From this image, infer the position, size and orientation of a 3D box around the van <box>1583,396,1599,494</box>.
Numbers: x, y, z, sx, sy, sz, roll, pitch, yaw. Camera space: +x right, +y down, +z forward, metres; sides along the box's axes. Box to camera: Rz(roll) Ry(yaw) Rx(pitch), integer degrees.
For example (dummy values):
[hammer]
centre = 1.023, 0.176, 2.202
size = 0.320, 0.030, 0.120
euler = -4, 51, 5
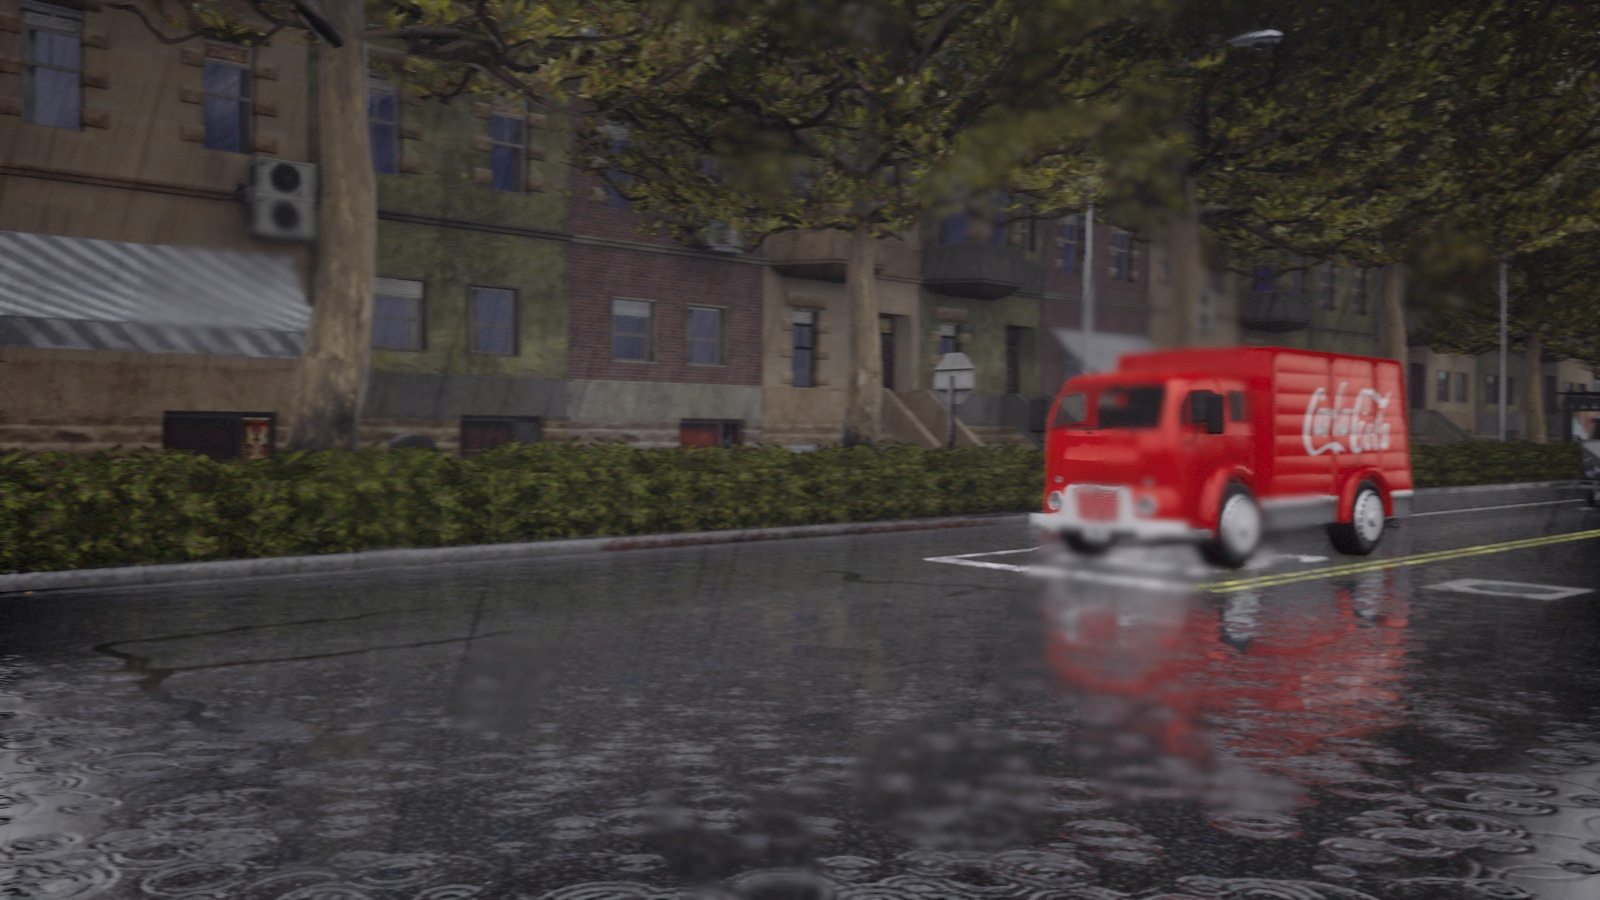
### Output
[van]
centre = 18.257, -0.138, 26.449
size = 4.442, 1.987, 1.775
euler = -1, 1, -41

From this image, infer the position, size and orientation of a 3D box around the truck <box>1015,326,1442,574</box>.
[truck]
centre = 5.319, -0.062, 15.222
size = 5.204, 2.467, 2.627
euler = -2, 1, -41
